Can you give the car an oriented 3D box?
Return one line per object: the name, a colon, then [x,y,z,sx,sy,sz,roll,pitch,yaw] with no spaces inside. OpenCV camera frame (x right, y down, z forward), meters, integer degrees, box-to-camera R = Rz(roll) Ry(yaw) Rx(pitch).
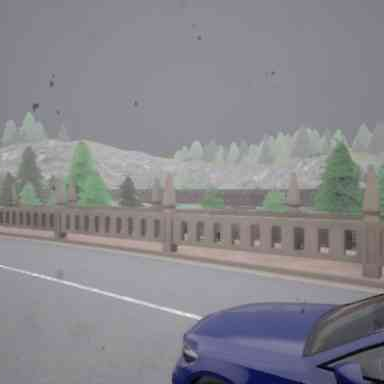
car: [1.994,1.526,2.569,4.674,1.442,1.812,0,0,35]
